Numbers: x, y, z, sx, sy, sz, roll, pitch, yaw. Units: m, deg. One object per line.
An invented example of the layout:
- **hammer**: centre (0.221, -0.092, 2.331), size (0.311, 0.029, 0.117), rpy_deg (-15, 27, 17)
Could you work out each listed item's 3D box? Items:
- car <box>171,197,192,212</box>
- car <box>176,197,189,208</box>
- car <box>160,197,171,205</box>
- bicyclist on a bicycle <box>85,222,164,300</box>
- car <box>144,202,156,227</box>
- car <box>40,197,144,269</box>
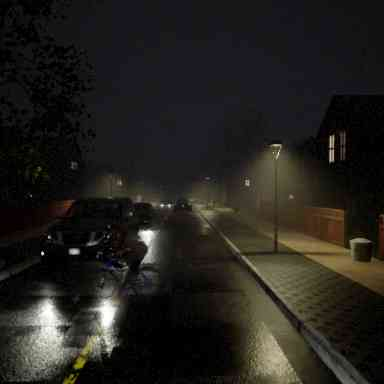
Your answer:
- **car**: centre (-1.072, 1.540, 38.892), size (1.994, 1.385, 4.181), rpy_deg (0, 0, -2)
- **car**: centre (-1.402, 1.497, 49.175), size (1.812, 1.442, 4.674), rpy_deg (0, 0, -2)
- **car**: centre (-4.637, 1.532, 59.279), size (1.994, 1.385, 4.181), rpy_deg (0, 0, -1)
- **bicyclist on a bicycle**: centre (-1.426, 1.444, 6.935), size (1.656, 1.620, 0.582), rpy_deg (-2, 0, -2)
- **car**: centre (-3.501, 1.491, 22.540), size (1.837, 1.490, 4.892), rpy_deg (0, 0, -2)
- **car**: centre (-3.165, 1.214, 11.510), size (2.150, 2.045, 5.566), rpy_deg (0, 0, -1)
